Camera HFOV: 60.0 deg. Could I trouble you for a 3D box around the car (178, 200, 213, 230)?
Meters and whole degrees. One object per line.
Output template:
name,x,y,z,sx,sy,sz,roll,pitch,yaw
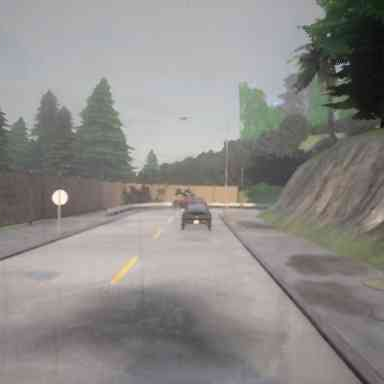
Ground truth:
car,0.300,1.503,21.470,1.837,1.490,4.892,1,0,1

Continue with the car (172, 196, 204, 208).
car,-0.307,1.288,42.965,4.553,1.767,2.097,3,0,32
